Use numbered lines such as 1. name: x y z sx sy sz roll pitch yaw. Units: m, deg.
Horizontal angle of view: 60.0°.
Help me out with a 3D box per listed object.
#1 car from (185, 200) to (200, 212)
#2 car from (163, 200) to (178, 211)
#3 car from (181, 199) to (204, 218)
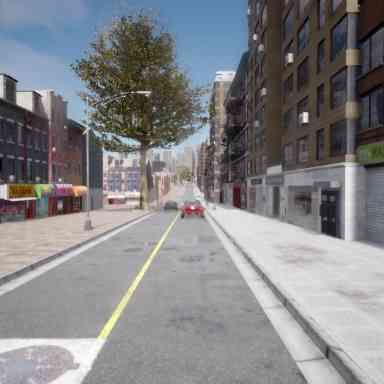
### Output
1. car: 0.021 1.788 43.861 1.837 1.490 4.892 0 -1 0
2. car: -2.923 1.866 46.491 2.033 1.411 5.357 0 -1 0
3. car: 0.036 1.498 32.103 2.097 1.767 4.553 0 -1 -1
